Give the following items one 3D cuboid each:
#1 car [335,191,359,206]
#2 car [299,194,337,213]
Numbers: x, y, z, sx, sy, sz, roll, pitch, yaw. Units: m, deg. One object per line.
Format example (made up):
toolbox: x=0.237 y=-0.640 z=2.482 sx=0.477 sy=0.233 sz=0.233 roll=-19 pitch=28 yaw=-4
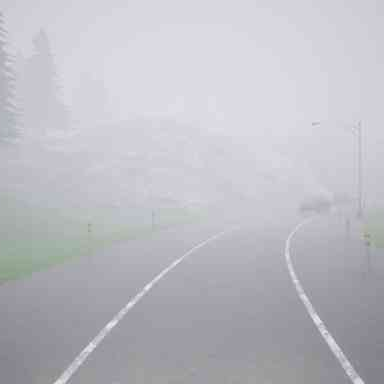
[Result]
car: x=18.754 y=0.626 z=40.625 sx=2.097 sy=1.767 sz=4.553 roll=0 pitch=3 yaw=41
car: x=12.057 y=1.192 z=32.354 sx=2.033 sy=1.411 sz=5.357 roll=0 pitch=2 yaw=37
